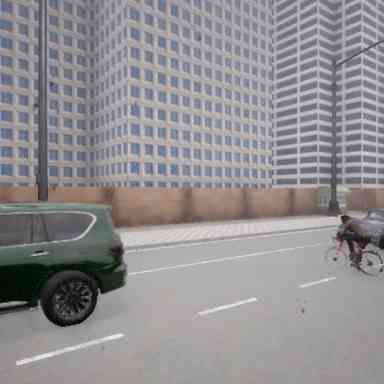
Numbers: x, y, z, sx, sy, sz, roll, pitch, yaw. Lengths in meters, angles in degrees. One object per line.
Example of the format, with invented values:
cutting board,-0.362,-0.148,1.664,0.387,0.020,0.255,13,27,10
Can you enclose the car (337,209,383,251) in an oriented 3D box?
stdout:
car,8.102,1.490,14.119,4.902,1.511,2.128,0,0,-36

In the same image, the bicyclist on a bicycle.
bicyclist on a bicycle,4.409,1.455,9.185,0.582,1.620,1.656,0,-2,-36

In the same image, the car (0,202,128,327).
car,-3.848,1.223,5.538,5.566,2.045,2.150,0,0,-35
